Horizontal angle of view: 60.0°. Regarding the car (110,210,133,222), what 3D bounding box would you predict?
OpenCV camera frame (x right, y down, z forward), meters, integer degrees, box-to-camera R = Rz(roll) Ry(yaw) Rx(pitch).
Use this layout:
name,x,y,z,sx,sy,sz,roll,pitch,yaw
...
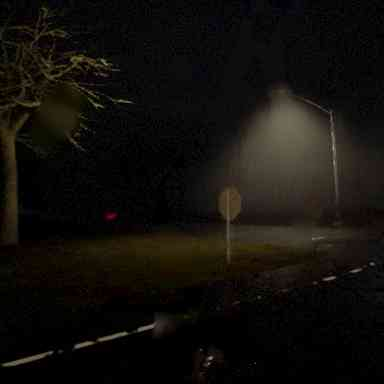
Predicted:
name,x,y,z,sx,sy,sz,roll,pitch,yaw
car,-11.493,4.209,55.445,1.994,1.385,4.181,-2,-2,-33

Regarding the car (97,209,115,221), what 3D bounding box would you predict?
name,x,y,z,sx,sy,sz,roll,pitch,yaw
car,-15.788,4.176,61.658,2.150,2.045,5.566,-2,-1,-34
